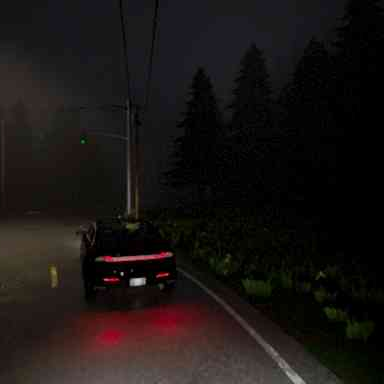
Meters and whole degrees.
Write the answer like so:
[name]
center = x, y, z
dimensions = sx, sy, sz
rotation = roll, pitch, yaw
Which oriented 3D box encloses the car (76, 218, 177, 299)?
[car]
center = -1.791, 1.401, 8.350
dimensions = 2.128, 1.511, 4.902
rotation = 0, 1, -19
